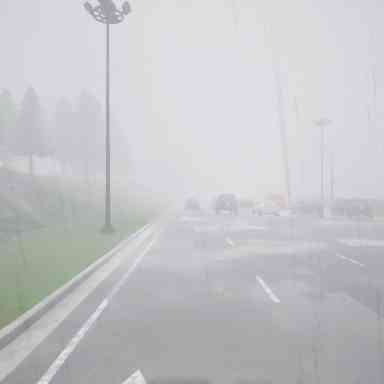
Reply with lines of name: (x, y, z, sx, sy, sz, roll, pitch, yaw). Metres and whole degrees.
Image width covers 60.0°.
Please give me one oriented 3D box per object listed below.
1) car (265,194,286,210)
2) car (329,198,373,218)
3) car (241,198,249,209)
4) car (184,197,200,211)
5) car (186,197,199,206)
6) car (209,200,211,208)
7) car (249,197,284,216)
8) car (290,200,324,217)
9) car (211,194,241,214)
car: (10.517, 1.221, 42.929, 2.150, 2.045, 5.566, 0, 0, 0)
car: (14.059, 1.351, 29.700, 2.097, 1.767, 4.553, 0, 0, 0)
car: (7.019, 1.478, 43.966, 1.882, 1.535, 5.008, 0, 0, 0)
car: (0.044, 1.548, 41.376, 2.033, 1.411, 5.357, 0, 0, 0)
car: (0.017, 1.547, 54.994, 2.033, 1.411, 5.357, 0, 0, -3)
car: (3.481, 1.526, 46.042, 1.812, 1.442, 4.674, 0, 0, 0)
car: (7.039, 1.526, 32.020, 1.812, 1.442, 4.674, 0, 0, 0)
car: (10.550, 1.506, 30.808, 1.837, 1.490, 4.892, 0, 0, 0)
car: (3.493, 1.222, 35.045, 2.150, 2.045, 5.566, 0, 0, 1)
